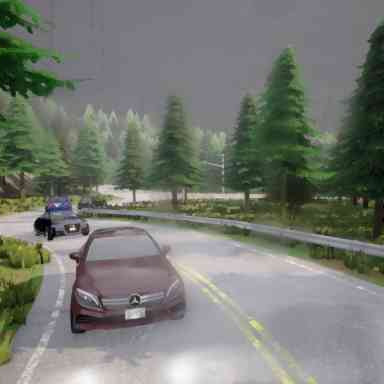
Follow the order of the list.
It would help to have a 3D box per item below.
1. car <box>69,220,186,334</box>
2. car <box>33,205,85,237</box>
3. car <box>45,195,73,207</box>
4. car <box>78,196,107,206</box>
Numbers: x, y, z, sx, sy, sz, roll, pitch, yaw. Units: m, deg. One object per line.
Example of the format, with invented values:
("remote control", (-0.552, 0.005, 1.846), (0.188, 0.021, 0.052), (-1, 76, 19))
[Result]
("car", (-1.520, 1.523, 7.077), (1.812, 1.442, 4.674), (-2, 0, -17))
("car", (-7.059, 1.663, 17.803), (1.994, 1.385, 4.181), (-4, 2, -38))
("car", (-12.857, 1.326, 32.227), (2.150, 2.045, 5.566), (-1, 0, -18))
("car", (-12.711, 1.289, 42.816), (2.097, 1.767, 4.553), (2, 2, 13))
